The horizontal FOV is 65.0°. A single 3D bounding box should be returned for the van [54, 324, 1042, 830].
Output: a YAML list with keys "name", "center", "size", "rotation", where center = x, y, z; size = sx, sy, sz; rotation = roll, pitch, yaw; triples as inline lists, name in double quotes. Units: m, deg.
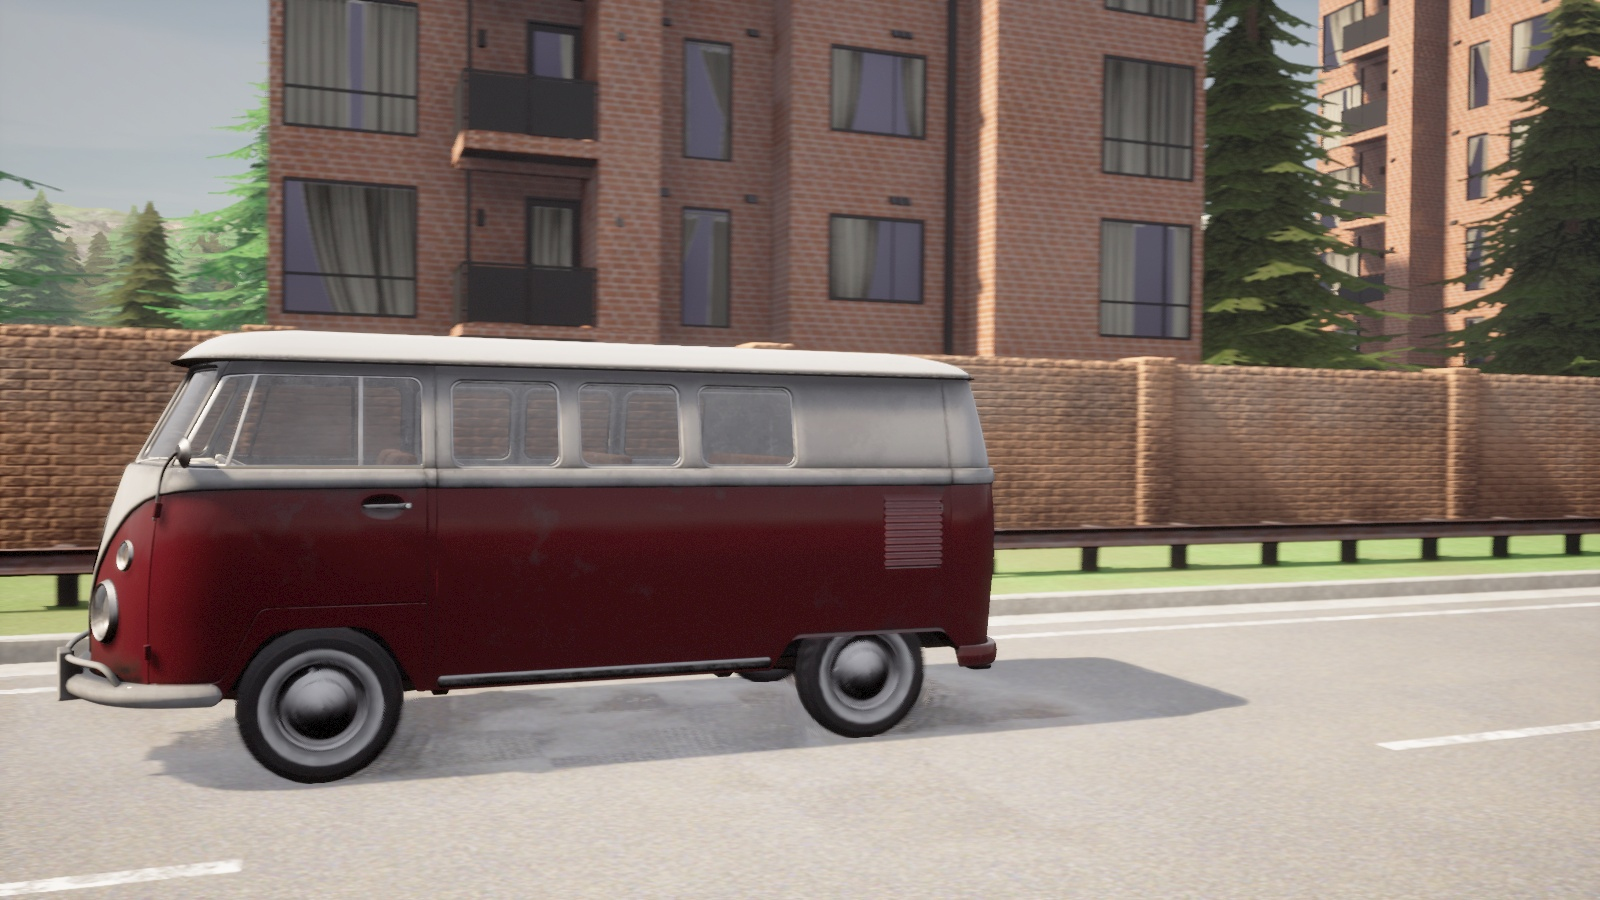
- name: "van"
  center: [-1.146, 0.457, 6.545]
  size: [4.442, 1.987, 1.775]
  rotation: [-1, 1, -21]
